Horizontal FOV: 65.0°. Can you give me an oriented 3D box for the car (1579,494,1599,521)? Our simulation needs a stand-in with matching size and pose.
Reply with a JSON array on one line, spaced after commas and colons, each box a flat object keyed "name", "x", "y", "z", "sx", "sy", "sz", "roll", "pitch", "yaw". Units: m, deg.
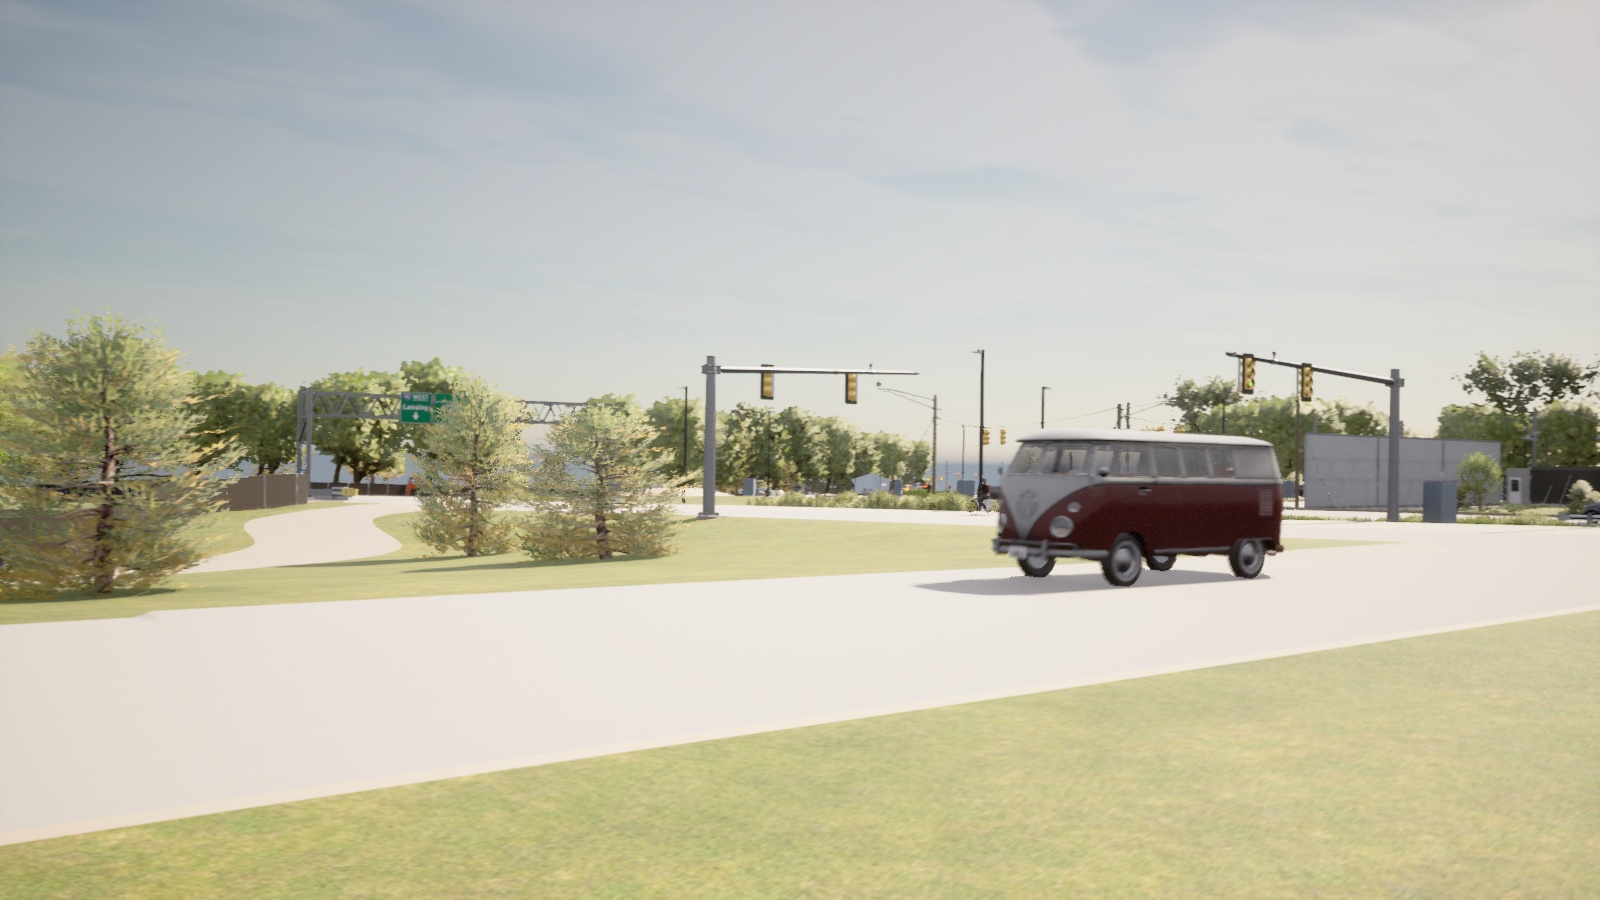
[{"name": "car", "x": 42.718, "y": 2.966, "z": 64.442, "sx": 1.994, "sy": 1.385, "sz": 4.181, "roll": 1, "pitch": -1, "yaw": -36}]

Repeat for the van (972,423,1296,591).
[{"name": "van", "x": 4.562, "y": 0.718, "z": 16.875, "sx": 4.442, "sy": 1.987, "sz": 1.775, "roll": 1, "pitch": -1, "yaw": -35}]

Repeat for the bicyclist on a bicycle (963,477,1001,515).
[{"name": "bicyclist on a bicycle", "x": 8.512, "y": 2.141, "z": 58.676, "sx": 0.659, "sy": 1.776, "sz": 1.843, "roll": 1, "pitch": -2, "yaw": -36}]

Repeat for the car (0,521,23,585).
[{"name": "car", "x": -18.585, "y": 2.172, "z": 26.018, "sx": 1.994, "sy": 1.385, "sz": 4.181, "roll": -1, "pitch": -4, "yaw": 8}]
